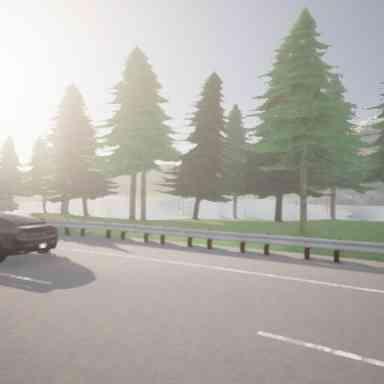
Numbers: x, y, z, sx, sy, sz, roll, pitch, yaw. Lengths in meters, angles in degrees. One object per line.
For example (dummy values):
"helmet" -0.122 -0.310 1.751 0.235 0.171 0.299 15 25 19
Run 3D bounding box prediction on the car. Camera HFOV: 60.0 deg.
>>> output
"car" -6.897 1.453 11.687 4.892 1.490 1.837 0 0 27
